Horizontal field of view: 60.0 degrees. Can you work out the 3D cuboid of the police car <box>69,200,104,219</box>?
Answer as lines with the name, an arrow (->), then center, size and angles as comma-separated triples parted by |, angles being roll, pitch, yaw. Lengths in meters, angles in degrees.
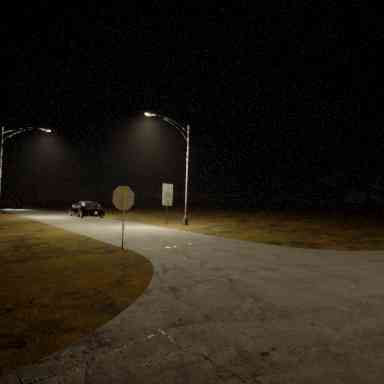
police car -> -9.565, 1.523, 29.909 | 1.930, 1.638, 5.238 | 3, -2, -36

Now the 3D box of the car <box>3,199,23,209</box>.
car -> -24.684, 1.596, 45.762 | 1.994, 1.385, 4.181 | 3, -2, -36
